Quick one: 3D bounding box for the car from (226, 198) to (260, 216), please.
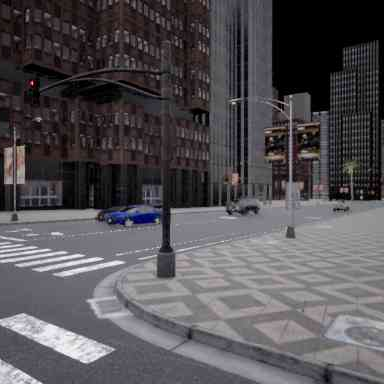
[{"bbox_3d":[6.250,1.773,39.879,2.150,2.045,5.566,0,-1,35],"label":"car"}]

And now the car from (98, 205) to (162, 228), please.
[{"bbox_3d":[-4.232,1.764,25.036,1.882,1.535,5.008,0,-1,35],"label":"car"}]

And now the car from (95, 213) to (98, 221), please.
[{"bbox_3d":[-6.070,1.867,28.070,1.994,1.385,4.181,0,-1,35],"label":"car"}]

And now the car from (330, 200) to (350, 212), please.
[{"bbox_3d":[24.184,2.431,53.688,2.033,1.411,5.357,0,-1,34],"label":"car"}]
